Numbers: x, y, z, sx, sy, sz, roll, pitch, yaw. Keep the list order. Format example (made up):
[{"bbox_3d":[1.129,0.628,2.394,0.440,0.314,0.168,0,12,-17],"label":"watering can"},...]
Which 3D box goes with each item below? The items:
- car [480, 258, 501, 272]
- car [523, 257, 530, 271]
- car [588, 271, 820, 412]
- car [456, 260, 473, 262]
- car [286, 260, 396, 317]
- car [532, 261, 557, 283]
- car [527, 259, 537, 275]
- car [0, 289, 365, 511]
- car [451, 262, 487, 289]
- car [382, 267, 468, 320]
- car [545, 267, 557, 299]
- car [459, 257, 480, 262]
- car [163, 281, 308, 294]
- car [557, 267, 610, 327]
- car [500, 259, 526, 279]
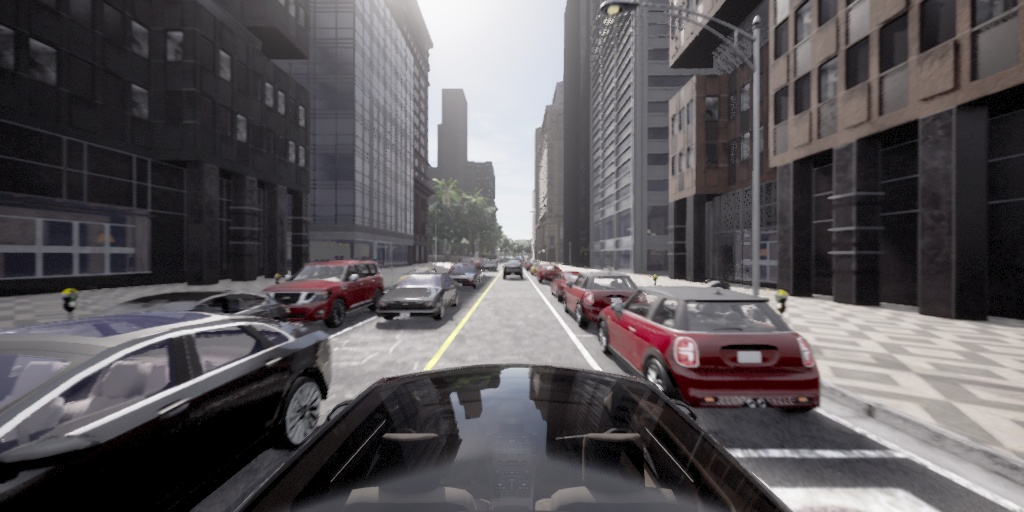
[{"bbox_3d":[-2.872,1.372,48.282,1.837,1.490,4.892,0,0,0],"label":"car"},{"bbox_3d":[2.893,1.269,49.508,1.967,1.591,4.097,0,0,0],"label":"car"},{"bbox_3d":[2.769,1.200,6.109,1.967,1.591,4.097,0,0,0],"label":"car"},{"bbox_3d":[-5.663,1.376,38.692,1.802,1.307,4.207,0,0,0],"label":"car"},{"bbox_3d":[-5.740,1.067,11.562,2.192,1.841,5.009,0,0,0],"label":"car"},{"bbox_3d":[2.831,1.336,27.808,1.888,1.381,4.507,0,0,0],"label":"car"},{"bbox_3d":[2.863,1.334,38.828,1.751,1.417,4.829,0,0,0],"label":"car"},{"bbox_3d":[-3.092,1.238,2.398,2.128,1.511,4.902,0,0,0],"label":"car"},{"bbox_3d":[-3.032,1.321,23.618,2.033,1.411,5.357,0,0,0],"label":"car"},{"bbox_3d":[-3.065,1.307,12.942,2.033,1.411,5.357,0,0,0],"label":"car"},{"bbox_3d":[2.800,1.357,16.958,1.802,1.307,4.207,0,0,0],"label":"car"},{"bbox_3d":[-5.648,1.119,44.117,2.192,1.841,5.009,0,0,0],"label":"car"},{"bbox_3d":[-5.756,1.312,6.136,1.948,1.339,4.313,0,0,0],"label":"car"},{"bbox_3d":[2.785,1.207,11.534,1.967,1.591,4.097,0,0,0],"label":"car"},{"bbox_3d":[0.096,1.298,33.394,1.837,1.490,4.892,0,-1,0],"label":"car"}]
